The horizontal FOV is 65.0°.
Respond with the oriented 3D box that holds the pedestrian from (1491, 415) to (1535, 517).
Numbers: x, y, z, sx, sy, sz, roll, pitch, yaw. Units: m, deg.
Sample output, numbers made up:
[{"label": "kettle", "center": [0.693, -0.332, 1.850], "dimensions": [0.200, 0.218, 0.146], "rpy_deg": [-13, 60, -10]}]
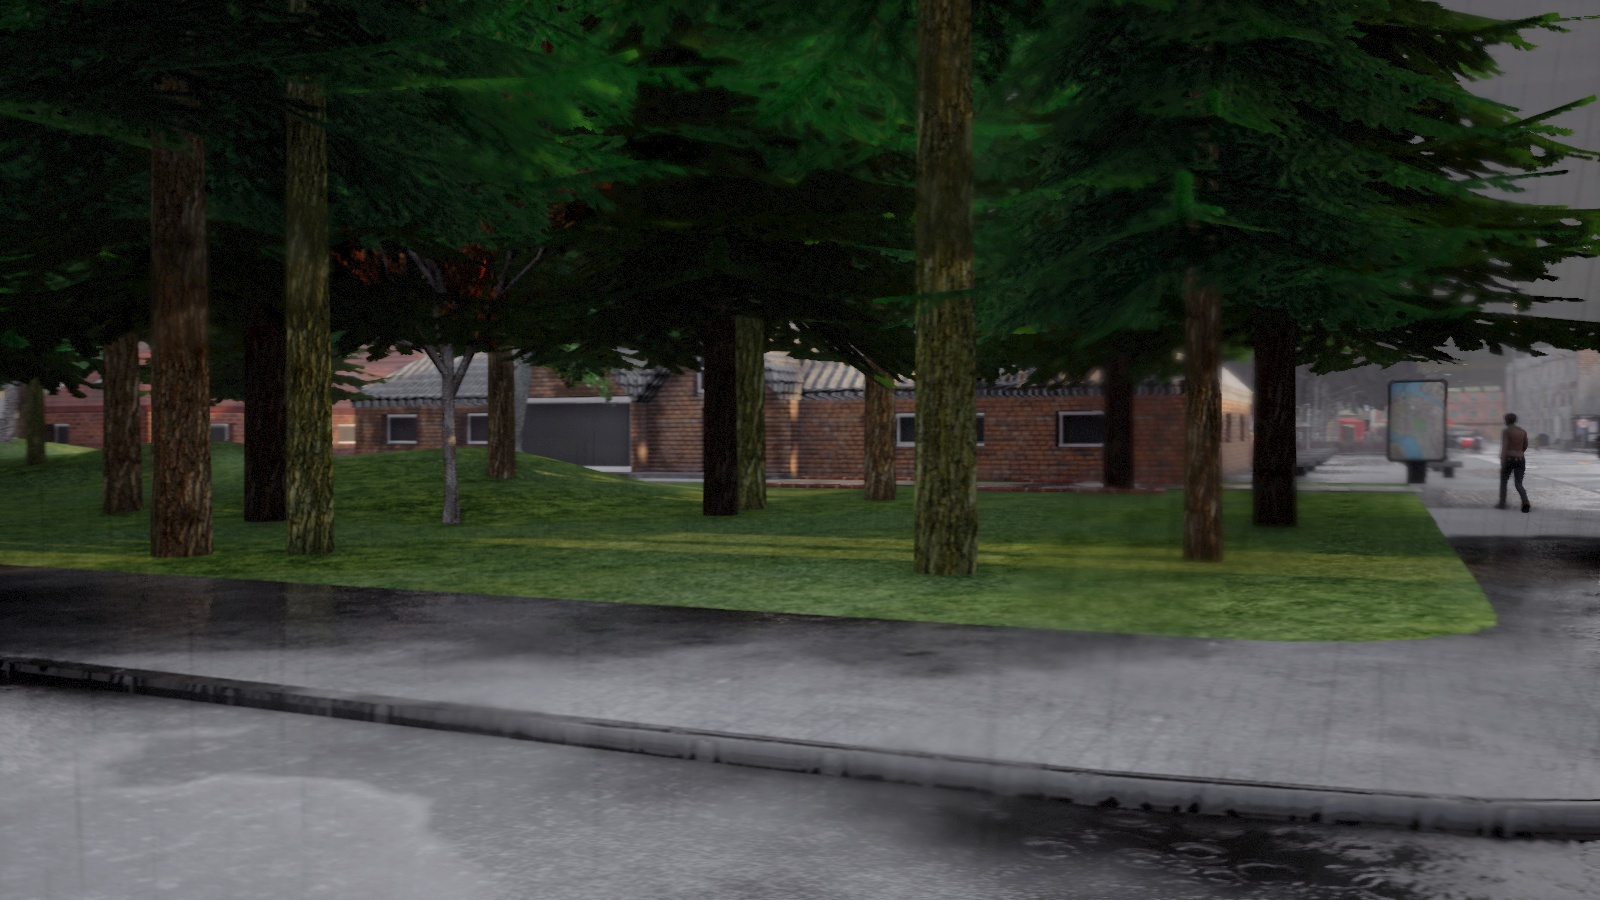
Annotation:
[{"label": "pedestrian", "center": [12.798, 0.272, 22.565], "dimensions": [0.328, 1.805, 0.869], "rpy_deg": [0, 1, 4]}]
